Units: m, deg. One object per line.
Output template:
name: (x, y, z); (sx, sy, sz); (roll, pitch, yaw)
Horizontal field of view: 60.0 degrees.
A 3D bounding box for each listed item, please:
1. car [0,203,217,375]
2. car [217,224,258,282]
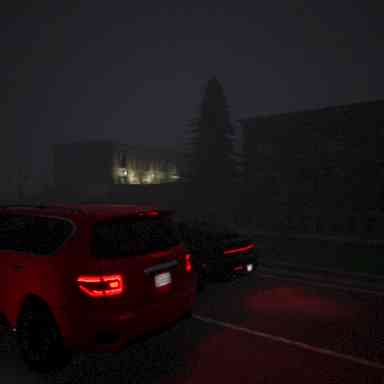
car: (-2.552, 1.209, 5.820); (5.566, 2.045, 2.150); (0, 0, 36)
car: (-0.695, 1.487, 8.785); (4.892, 1.490, 1.837); (-2, -1, 35)
